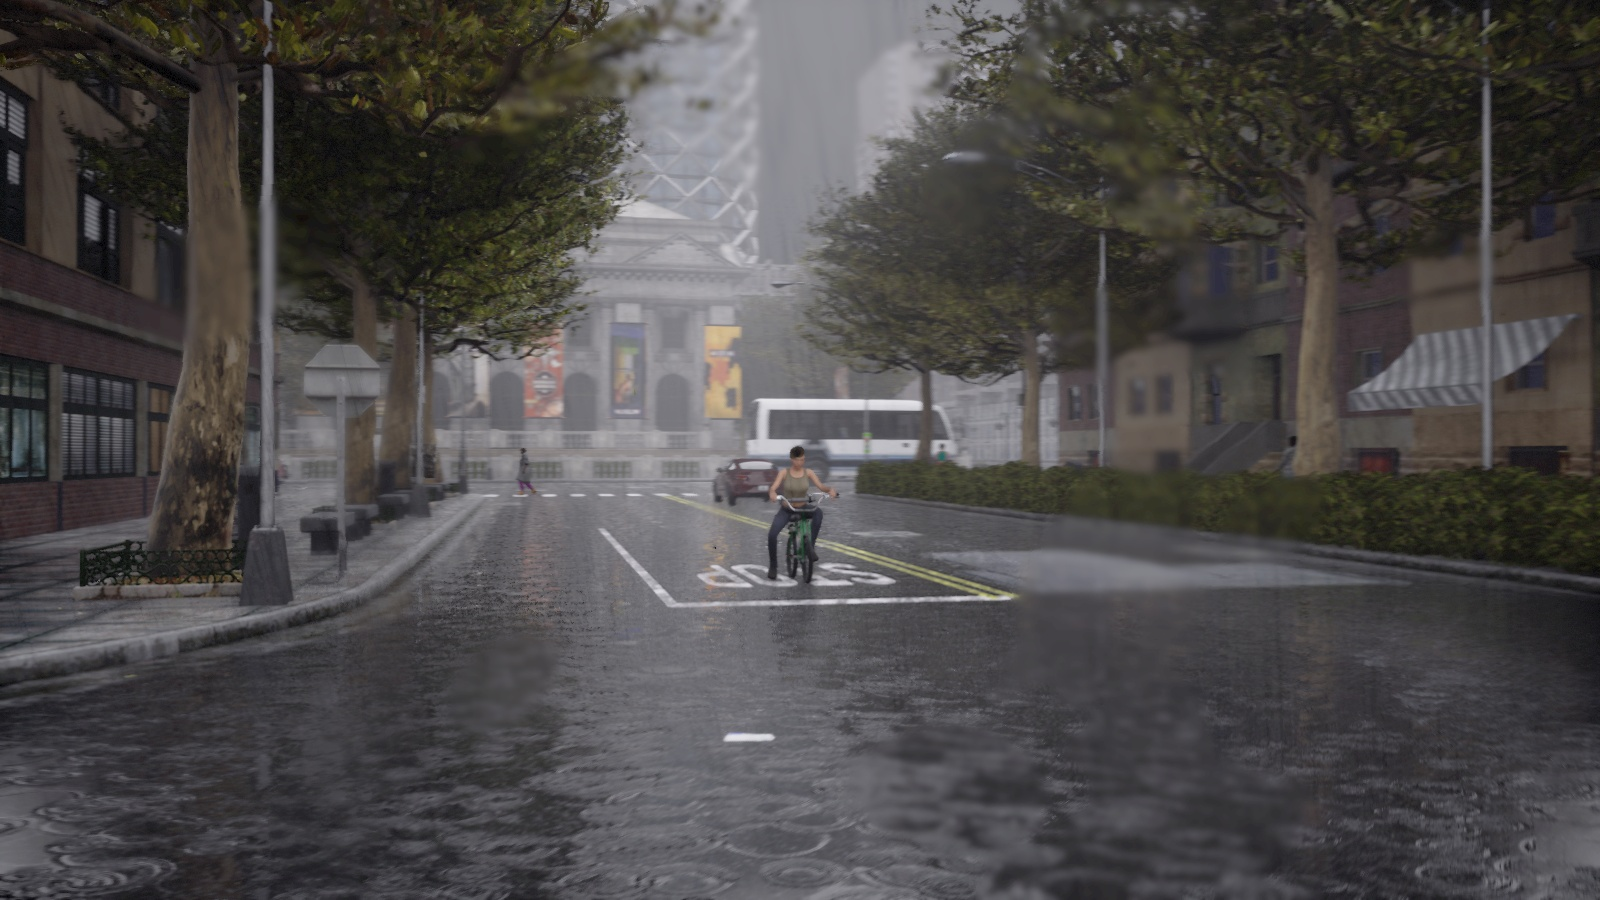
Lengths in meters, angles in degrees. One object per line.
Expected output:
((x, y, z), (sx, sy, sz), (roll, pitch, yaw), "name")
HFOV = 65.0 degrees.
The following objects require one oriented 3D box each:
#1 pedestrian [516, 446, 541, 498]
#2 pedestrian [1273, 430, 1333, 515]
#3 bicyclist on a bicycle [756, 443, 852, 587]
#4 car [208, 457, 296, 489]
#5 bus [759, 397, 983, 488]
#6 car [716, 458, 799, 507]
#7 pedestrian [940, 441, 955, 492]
((-10.235, 0.815, 47.420), (0.873, 1.952, 0.659), (0, 0, -8), "pedestrian")
((11.101, 0.489, 27.738), (0.874, 1.855, 0.900), (0, 0, -11), "pedestrian")
((0.021, 0.753, 14.897), (0.866, 1.612, 1.509), (0, -2, -11), "bicyclist on a bicycle")
((-27.187, 1.132, 62.417), (3.705, 1.549, 1.789), (0, 0, -11), "car")
((3.406, -0.353, 61.441), (10.273, 4.253, 3.944), (0, 0, -11), "bus")
((-1.401, 0.963, 39.129), (1.812, 1.442, 4.674), (0, 0, -12), "car")
((5.312, 0.596, 45.288), (0.345, 1.836, 0.594), (0, 0, -11), "pedestrian")
